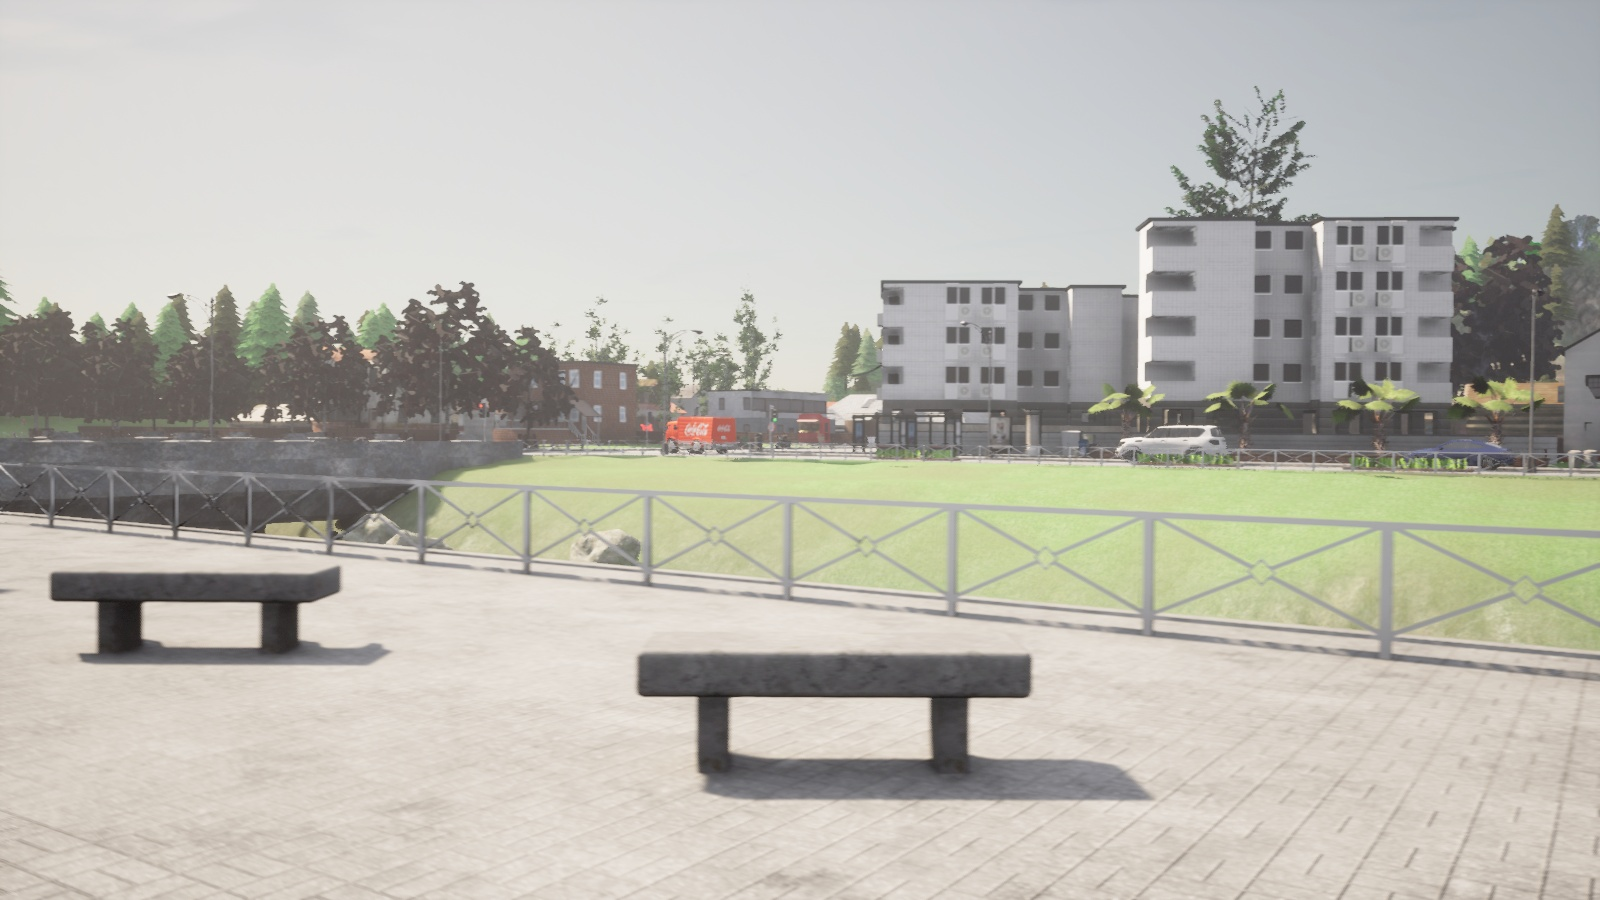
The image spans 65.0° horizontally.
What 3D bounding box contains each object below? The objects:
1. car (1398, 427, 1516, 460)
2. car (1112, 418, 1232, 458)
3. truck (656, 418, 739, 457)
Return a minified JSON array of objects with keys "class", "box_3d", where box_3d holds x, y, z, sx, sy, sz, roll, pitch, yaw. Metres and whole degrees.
[{"class":"car","box_3d":[30.388,-0.311,58.114,4.674,1.442,1.812,0,1,34]},{"class":"car","box_3d":[19.351,-0.618,65.444,5.566,2.045,2.150,0,1,34]},{"class":"truck","box_3d":[-6.847,-0.832,83.394,5.204,2.467,2.627,0,1,42]}]
